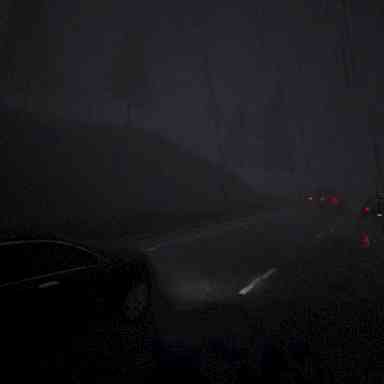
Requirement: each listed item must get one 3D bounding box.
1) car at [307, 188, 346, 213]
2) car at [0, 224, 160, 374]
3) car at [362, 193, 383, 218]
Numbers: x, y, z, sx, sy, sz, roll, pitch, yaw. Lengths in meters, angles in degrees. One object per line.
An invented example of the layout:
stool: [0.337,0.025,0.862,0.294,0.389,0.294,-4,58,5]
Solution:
car: [10.043,0.473,24.595,2.097,1.767,4.553,5,4,31]
car: [-2.315,1.151,4.021,1.837,1.490,4.892,5,4,31]
car: [11.994,1.006,21.089,1.895,1.301,4.718,5,4,31]
